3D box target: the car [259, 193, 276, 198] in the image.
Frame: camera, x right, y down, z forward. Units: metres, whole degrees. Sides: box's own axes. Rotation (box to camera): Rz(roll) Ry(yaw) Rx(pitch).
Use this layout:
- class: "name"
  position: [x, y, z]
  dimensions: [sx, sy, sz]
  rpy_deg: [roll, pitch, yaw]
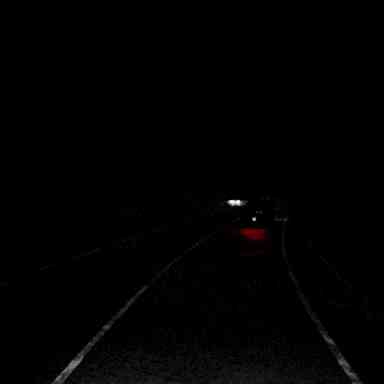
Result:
- class: "car"
  position: [10.012, 0.925, 44.106]
  dimensions: [2.097, 1.767, 4.553]
  rpy_deg: [0, 1, 10]

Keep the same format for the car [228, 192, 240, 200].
- class: "car"
  position: [7.627, 0.706, 60.559]
  dimensions: [2.128, 1.511, 4.902]
  rpy_deg: [0, 2, 0]

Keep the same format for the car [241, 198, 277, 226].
- class: "car"
  position: [4.507, 1.380, 22.593]
  dimensions: [1.837, 1.490, 4.892]
  rpy_deg: [0, 1, 17]
